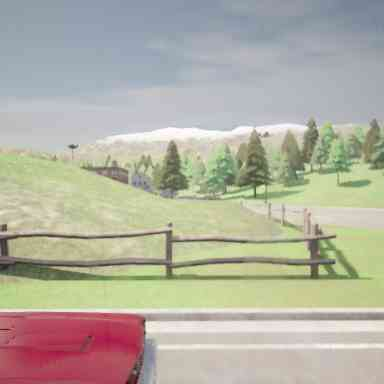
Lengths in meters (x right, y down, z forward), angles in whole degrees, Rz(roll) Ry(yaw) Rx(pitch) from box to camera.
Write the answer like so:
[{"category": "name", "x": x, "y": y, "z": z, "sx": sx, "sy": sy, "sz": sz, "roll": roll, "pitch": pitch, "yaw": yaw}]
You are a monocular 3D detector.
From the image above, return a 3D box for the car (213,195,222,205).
[{"category": "car", "x": 2.824, "y": 1.276, "z": 56.143, "sx": 4.553, "sy": 1.767, "sz": 2.097, "roll": 0, "pitch": 0, "yaw": 35}]

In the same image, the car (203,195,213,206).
[{"category": "car", "x": 0.582, "y": 1.495, "z": 53.421, "sx": 4.181, "sy": 1.385, "sz": 1.994, "roll": 0, "pitch": 0, "yaw": 34}]

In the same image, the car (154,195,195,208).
[{"category": "car", "x": -2.773, "y": 1.493, "z": 47.083, "sx": 5.357, "sy": 1.411, "sz": 2.033, "roll": 0, "pitch": 0, "yaw": 34}]

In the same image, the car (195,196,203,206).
[{"category": "car", "x": -1.138, "y": 1.291, "z": 50.115, "sx": 4.553, "sy": 1.767, "sz": 2.097, "roll": 0, "pitch": 0, "yaw": 34}]

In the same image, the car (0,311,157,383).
[{"category": "car", "x": -2.695, "y": 1.602, "z": 2.941, "sx": 4.718, "sy": 1.301, "sz": 1.895, "roll": 0, "pitch": 0, "yaw": 0}]
